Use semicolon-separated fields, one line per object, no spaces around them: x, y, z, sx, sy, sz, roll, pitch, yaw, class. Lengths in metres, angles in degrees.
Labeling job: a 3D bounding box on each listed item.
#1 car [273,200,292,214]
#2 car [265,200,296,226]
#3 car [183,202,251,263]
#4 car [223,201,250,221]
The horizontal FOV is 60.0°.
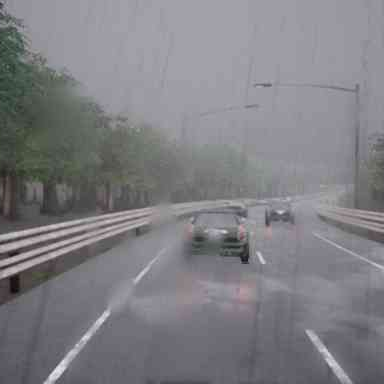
11.013;1.745;40.285;1.882;1.535;5.008;0;-1;20;car
6.630;1.492;25.265;2.097;1.767;4.553;1;0;12;car
0.950;1.370;12.316;2.097;1.767;4.553;0;0;6;car
4.086;1.640;29.767;1.837;1.490;4.892;0;0;14;car
